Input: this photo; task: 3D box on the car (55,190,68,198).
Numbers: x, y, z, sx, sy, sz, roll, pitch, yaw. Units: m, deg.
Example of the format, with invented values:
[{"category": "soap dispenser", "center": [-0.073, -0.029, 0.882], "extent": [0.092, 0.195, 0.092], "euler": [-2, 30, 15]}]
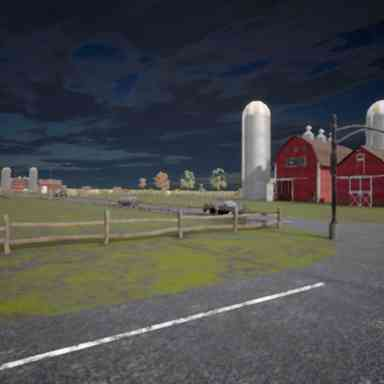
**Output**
[{"category": "car", "center": [-33.752, 0.415, 85.651], "extent": [2.150, 2.045, 5.566], "euler": [0, 1, -36]}]

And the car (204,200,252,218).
[{"category": "car", "center": [3.121, 1.455, 29.676], "extent": [1.882, 1.535, 5.008], "euler": [0, 1, -36]}]

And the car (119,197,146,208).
[{"category": "car", "center": [-8.227, 1.338, 45.413], "extent": [2.033, 1.411, 5.357], "euler": [0, 1, -36]}]
